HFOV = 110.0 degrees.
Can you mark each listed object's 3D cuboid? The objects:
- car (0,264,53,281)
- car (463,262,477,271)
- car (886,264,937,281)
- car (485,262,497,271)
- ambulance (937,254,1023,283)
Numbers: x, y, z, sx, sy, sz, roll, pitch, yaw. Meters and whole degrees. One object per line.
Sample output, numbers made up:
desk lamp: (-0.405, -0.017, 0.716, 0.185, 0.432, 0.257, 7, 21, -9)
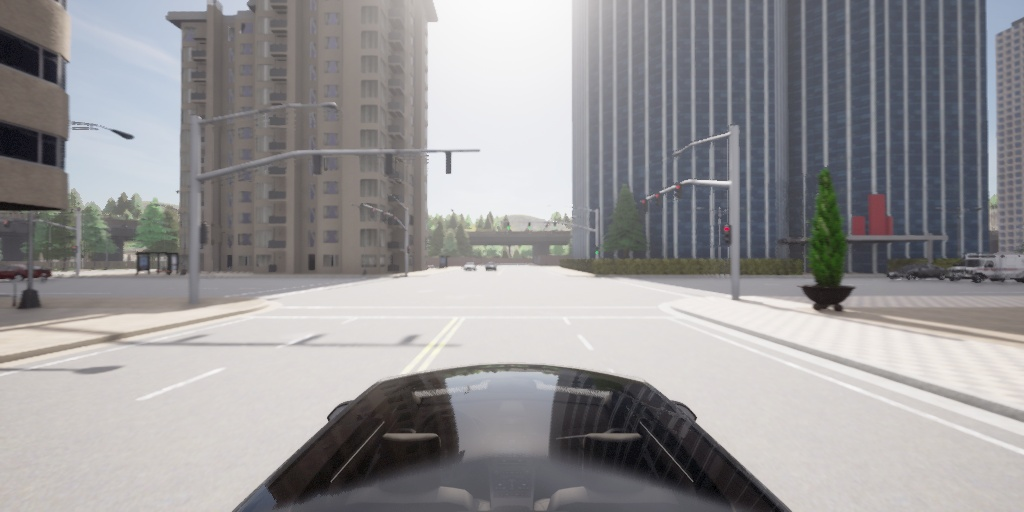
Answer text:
car: (-45.649, 1.520, 33.057, 5.008, 1.535, 1.882, 0, 0, 0)
car: (-7.010, 1.818, 60.219, 1.812, 1.442, 4.674, 0, -1, 1)
car: (38.379, 1.540, 33.955, 4.902, 1.511, 2.128, 0, -1, 0)
car: (-3.512, 1.796, 60.200, 1.837, 1.490, 4.892, 0, 0, 1)
ambulance: (40.842, 1.044, 30.404, 6.366, 2.431, 2.351, 0, -1, -1)
